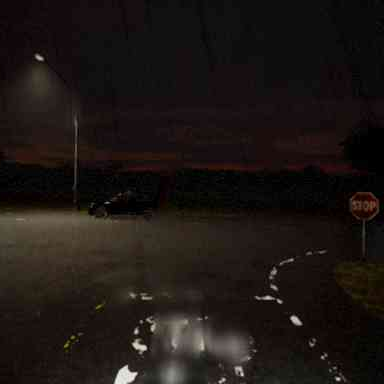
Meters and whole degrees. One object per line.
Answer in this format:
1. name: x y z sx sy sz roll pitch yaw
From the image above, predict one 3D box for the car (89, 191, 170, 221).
1. car: -4.368 0.930 23.605 5.566 2.045 2.150 1 1 0
